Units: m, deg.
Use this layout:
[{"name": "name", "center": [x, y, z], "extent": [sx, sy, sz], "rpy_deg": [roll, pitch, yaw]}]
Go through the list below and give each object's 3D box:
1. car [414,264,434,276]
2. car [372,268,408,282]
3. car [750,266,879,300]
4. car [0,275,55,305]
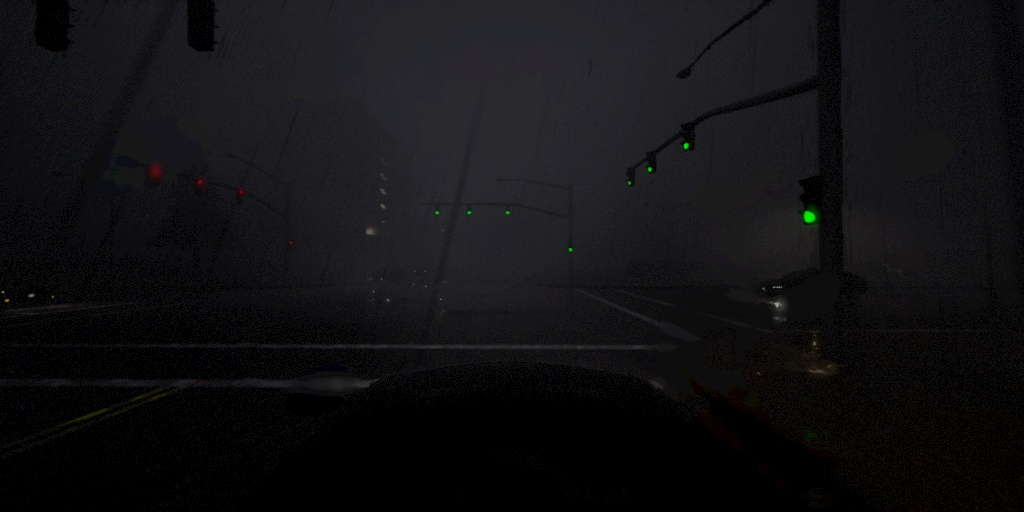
[{"name": "car", "center": [-11.472, 1.805, 47.001], "extent": [1.837, 1.490, 4.892], "rpy_deg": [0, 0, 0]}, {"name": "car", "center": [-11.446, 1.742, 33.808], "extent": [1.895, 1.301, 4.718], "rpy_deg": [0, -1, 1]}, {"name": "car", "center": [15.759, 1.461, 18.890], "extent": [4.892, 1.490, 1.837], "rpy_deg": [-1, -1, 1]}, {"name": "car", "center": [-22.168, 1.475, 15.055], "extent": [4.181, 1.385, 1.994], "rpy_deg": [0, -1, 0]}]
